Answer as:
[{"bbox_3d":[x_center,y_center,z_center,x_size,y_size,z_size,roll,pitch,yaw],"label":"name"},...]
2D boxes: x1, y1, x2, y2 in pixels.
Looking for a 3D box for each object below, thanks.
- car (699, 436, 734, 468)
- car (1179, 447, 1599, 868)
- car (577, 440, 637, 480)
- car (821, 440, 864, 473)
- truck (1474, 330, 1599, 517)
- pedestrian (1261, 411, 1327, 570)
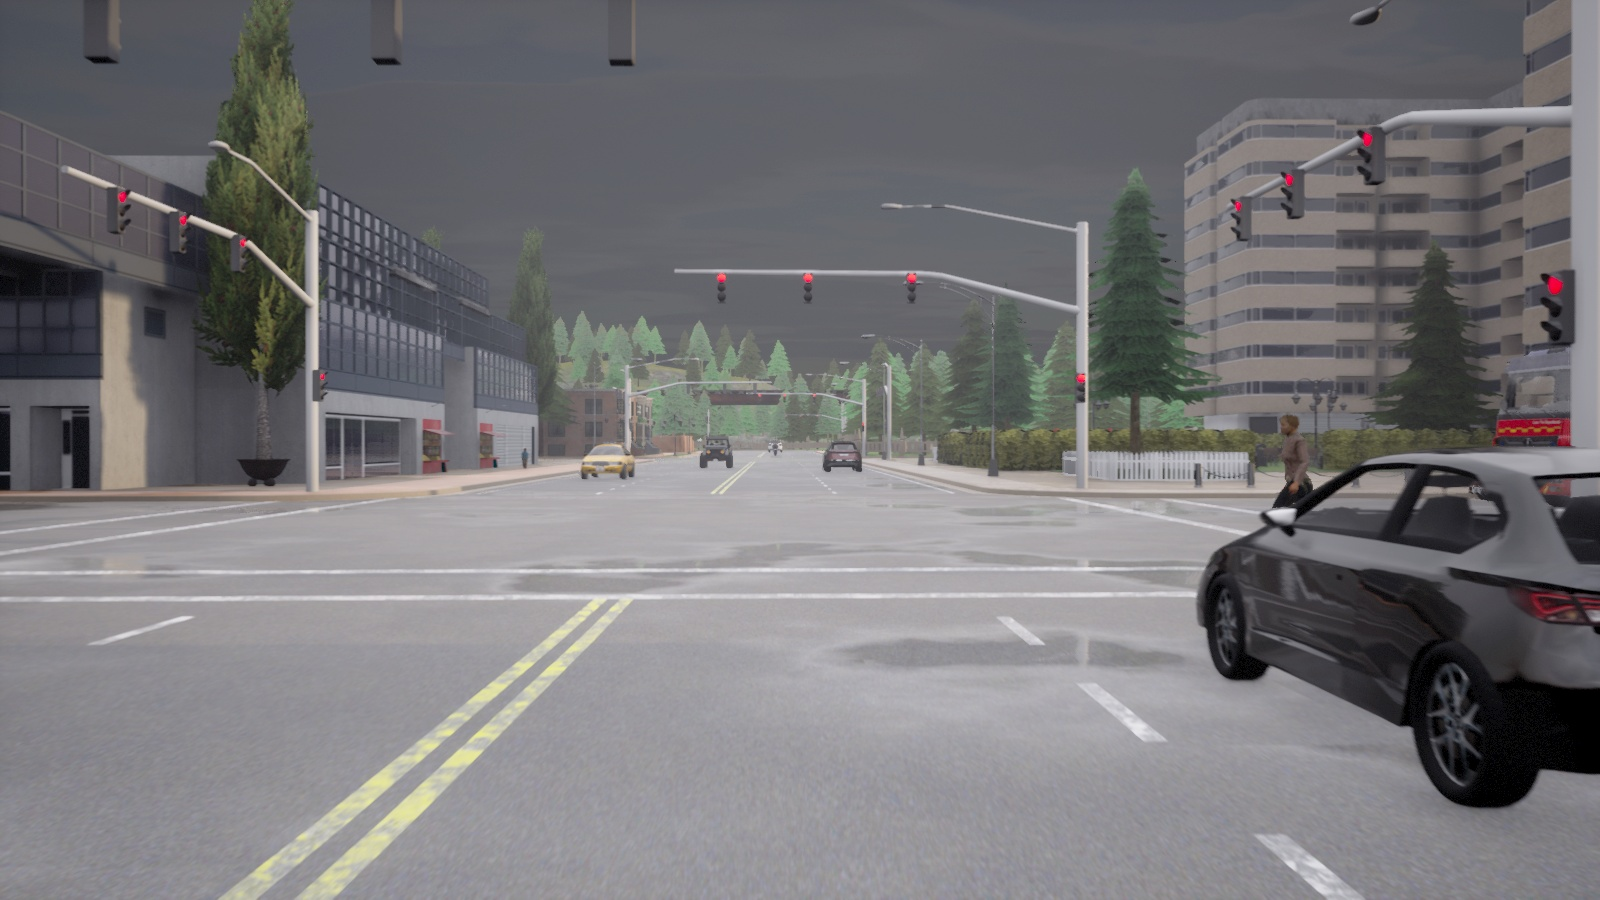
[{"bbox_3d":[-4.962,0.118,74.694,1.905,1.878,3.866,0,0,-1],"label":"car"},{"bbox_3d":[3.517,0.726,6.523,1.816,1.474,4.193,0,0,0],"label":"car"},{"bbox_3d":[-8.040,0.381,52.833,1.801,1.575,5.366,0,0,-1],"label":"car"},{"bbox_3d":[2.203,0.305,66.186,2.033,1.649,4.856,0,0,-1],"label":"car"},{"bbox_3d":[19.660,-0.557,27.314,8.468,3.827,2.891,0,0,-1],"label":"truck"},{"bbox_3d":[5.800,0.466,14.749,0.634,1.846,0.331,0,0,1],"label":"pedestrian"}]
